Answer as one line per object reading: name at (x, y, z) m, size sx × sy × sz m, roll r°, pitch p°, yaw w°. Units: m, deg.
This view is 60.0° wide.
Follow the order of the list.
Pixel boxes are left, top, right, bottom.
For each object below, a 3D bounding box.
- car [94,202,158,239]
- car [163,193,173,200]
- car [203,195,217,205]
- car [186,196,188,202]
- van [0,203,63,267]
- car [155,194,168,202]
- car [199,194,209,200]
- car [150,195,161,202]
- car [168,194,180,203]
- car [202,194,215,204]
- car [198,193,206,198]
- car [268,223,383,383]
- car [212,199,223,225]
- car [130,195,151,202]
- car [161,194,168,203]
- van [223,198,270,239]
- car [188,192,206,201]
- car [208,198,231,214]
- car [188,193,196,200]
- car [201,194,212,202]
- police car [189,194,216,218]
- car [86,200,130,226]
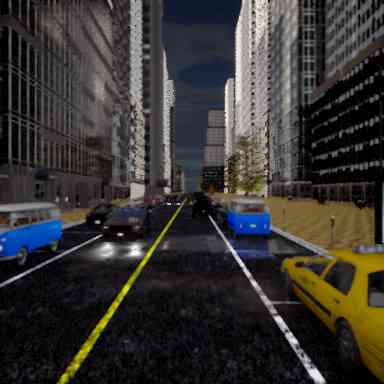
car at (-3.101, 1.443, 17.060) m, size 2.033 × 1.411 × 5.357 m, roll 0°, pitch 0°, yaw 0°
car at (-5.684, 1.075, 79.125) m, size 1.887 × 1.381 × 4.507 m, roll 0°, pitch 0°, yaw 0°
car at (2.696, 1.246, 50.658) m, size 2.008 × 1.369 × 4.403 m, roll 0°, pitch 0°, yaw 0°
car at (0.000, 1.126, 63.309) m, size 1.837 × 1.490 × 4.892 m, roll 0°, pitch 0°, yaw 0°
van at (-5.682, 1.274, 10.855) m, size 1.690 × 1.788 × 3.998 m, roll 0°, pitch 0°, yaw 0°
car at (-5.684, 1.173, 62.058) m, size 1.887 × 1.381 × 4.507 m, roll 0°, pitch 0°, yaw 0°
car at (2.696, 1.113, 73.414) m, size 2.008 × 1.369 × 4.403 m, roll 0°, pitch 0°, yaw 0°
car at (-5.683, 1.169, 44.991) m, size 1.967 × 1.590 × 4.097 m, roll 0°, pitch 0°, yaw 0°
car at (-3.050, 1.159, 57.331) m, size 1.837 × 1.490 × 4.892 m, roll 0°, pitch 0°, yaw 0°
car at (2.697, 1.102, 56.346) m, size 1.967 × 1.590 × 4.097 m, roll 0°, pitch 0°, yaw 0°
car at (2.696, 1.033, 90.480) m, size 1.947 × 1.339 × 4.313 m, roll 0°, pitch 0°, yaw 0°
car at (2.697, 1.492, 5.317) m, size 1.752 × 1.417 × 4.829 m, roll 0°, pitch 0°, yaw 0°
car at (2.696, 1.415, 22.214) m, size 2.008 × 1.369 × 4.403 m, roll 0°, pitch 0°, yaw 0°
car at (-5.684, 1.347, 33.613) m, size 2.008 × 1.369 × 4.403 m, roll 0°, pitch 0°, yaw 0°
car at (-5.684, 1.213, 56.369) m, size 2.008 × 1.369 × 4.403 m, roll 0°, pitch 0°, yaw 0°
van at (2.698, 1.240, 16.524) m, size 1.690 × 1.788 × 3.998 m, roll 0°, pitch 0°, yaw 0°
car at (0.900, 0.958, 44.189) m, size 2.150 × 2.045 × 5.566 m, roll 0°, pitch 0°, yaw 0°
car at (2.696, 1.347, 33.592) m, size 2.008 × 1.369 × 4.403 m, roll 0°, pitch 0°, yaw 0°
car at (0.000, 0.941, 75.399) m, size 1.837 × 1.490 × 4.892 m, roll 0°, pitch 0°, yaw 0°
car at (2.696, 1.173, 62.036) m, size 1.887 × 1.381 × 4.507 m, roll 0°, pitch 0°, yaw 0°
police car at (0.900, 1.253, 28.270) m, size 1.930 × 1.638 × 5.238 m, roll 0°, pitch 0°, yaw 0°
car at (-5.684, 1.430, 22.235) m, size 1.947 × 1.339 × 4.313 m, roll 0°, pitch 0°, yaw 0°
